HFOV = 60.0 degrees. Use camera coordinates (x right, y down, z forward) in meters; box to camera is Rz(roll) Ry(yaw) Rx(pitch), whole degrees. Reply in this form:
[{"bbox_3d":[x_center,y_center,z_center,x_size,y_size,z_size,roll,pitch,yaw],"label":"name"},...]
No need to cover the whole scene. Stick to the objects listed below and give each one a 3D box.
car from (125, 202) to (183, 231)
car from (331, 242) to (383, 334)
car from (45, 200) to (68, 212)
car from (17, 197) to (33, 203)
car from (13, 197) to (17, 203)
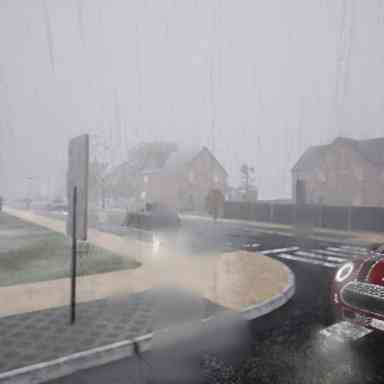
[{"bbox_3d":[-2.501,1.429,21.244,2.097,1.767,4.553,1,-1,-36],"label":"car"},{"bbox_3d":[4.658,1.419,6.275,4.553,1.767,2.097,1,0,-36],"label":"car"},{"bbox_3d":[-16.634,1.638,40.799,2.033,1.411,5.357,1,-1,-35],"label":"car"},{"bbox_3d":[-36.056,1.712,72.364,1.994,1.385,4.181,1,-1,-36],"label":"car"},{"bbox_3d":[-41.955,1.843,80.491,2.033,1.411,5.357,1,-1,-36],"label":"car"}]
